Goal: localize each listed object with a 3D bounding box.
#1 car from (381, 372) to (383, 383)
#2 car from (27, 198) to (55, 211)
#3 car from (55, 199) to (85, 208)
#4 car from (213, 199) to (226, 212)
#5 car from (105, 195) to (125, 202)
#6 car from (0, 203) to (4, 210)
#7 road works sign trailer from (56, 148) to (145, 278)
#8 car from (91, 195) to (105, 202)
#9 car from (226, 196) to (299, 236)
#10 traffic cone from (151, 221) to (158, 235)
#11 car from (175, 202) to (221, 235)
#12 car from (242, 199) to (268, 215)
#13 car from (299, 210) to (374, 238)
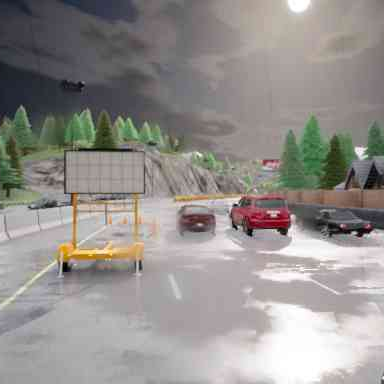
[{"bbox_3d":[2.939,1.547,0.547,2.033,1.411,5.357,0,0,-12],"label":"car"},{"bbox_3d":[-18.034,1.491,40.377,2.128,1.511,4.902,0,0,3],"label":"car"},{"bbox_3d":[-14.520,1.525,40.616,1.812,1.442,4.674,0,0,3],"label":"car"},{"bbox_3d":[3.008,1.526,36.058,1.812,1.442,4.674,0,0,1],"label":"car"},{"bbox_3d":[-16.666,1.377,74.251,2.033,1.411,5.357,0,0,13],"label":"car"},{"bbox_3d":[-21.723,1.547,34.383,2.033,1.411,5.357,0,0,1],"label":"car"},{"bbox_3d":[-2.629,0.464,10.240,2.380,3.560,2.880,0,0,-7],"label":"road works sign trailer"},{"bbox_3d":[-20.449,1.483,73.542,2.128,1.511,4.902,0,0,13],"label":"car"},{"bbox_3d":[3.647,1.221,18.612,2.150,2.045,5.566,0,0,-6],"label":"car"},{"bbox_3d":[-1.950,1.955,17.364,0.340,0.580,0.340,0,0,-7],"label":"traffic cone"},{"bbox_3d":[0.137,1.477,18.855,1.882,1.535,5.008,0,0,-6],"label":"car"},{"bbox_3d":[6.474,1.525,34.526,1.812,1.442,4.674,0,0,0],"label":"car"},{"bbox_3d":[7.267,1.601,17.611,1.895,1.301,4.718,0,0,-6],"label":"car"}]
